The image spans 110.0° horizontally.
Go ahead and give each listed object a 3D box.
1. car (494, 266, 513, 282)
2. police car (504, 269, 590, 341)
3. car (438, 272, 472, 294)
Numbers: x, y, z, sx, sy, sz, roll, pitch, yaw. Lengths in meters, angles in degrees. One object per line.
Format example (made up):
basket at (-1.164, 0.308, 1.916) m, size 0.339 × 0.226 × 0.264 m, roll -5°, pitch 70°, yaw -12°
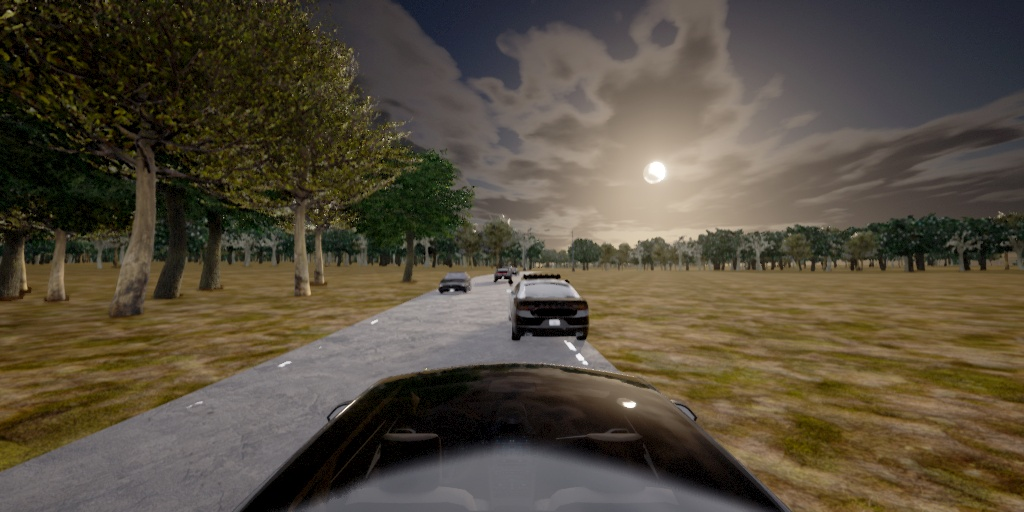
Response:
car at (-0.890, 1.991, 38.708) m, size 1.837 × 1.490 × 4.892 m, roll -1°, pitch -1°, yaw 1°
police car at (0.865, 1.349, 10.661) m, size 1.930 × 1.638 × 5.238 m, roll 0°, pitch -1°, yaw -2°
car at (-3.825, 1.804, 24.897) m, size 2.033 × 1.411 × 5.357 m, roll -1°, pitch -1°, yaw -2°
